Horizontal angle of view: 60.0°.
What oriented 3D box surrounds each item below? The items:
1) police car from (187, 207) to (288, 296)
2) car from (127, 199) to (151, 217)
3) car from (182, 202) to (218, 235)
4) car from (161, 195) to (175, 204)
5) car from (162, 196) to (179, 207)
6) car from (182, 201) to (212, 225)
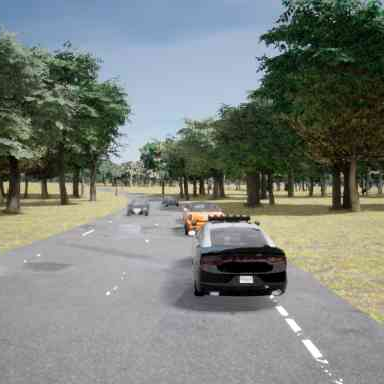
[{"bbox_3d":[0.950,1.416,8.757,1.930,1.638,5.238,0,0,-1],"label":"police car"},{"bbox_3d":[-4.818,1.430,30.374,2.128,1.511,4.902,0,0,-4],"label":"car"},{"bbox_3d":[0.602,1.321,18.680,2.097,1.767,4.553,0,0,-3],"label":"car"},{"bbox_3d":[-4.261,1.349,58.819,2.033,1.411,5.357,0,0,-9],"label":"car"},{"bbox_3d":[-2.941,1.408,48.595,2.033,1.411,5.357,0,0,-6],"label":"car"},{"bbox_3d":[0.275,1.478,24.743,1.812,1.442,4.674,0,0,-4],"label":"car"}]
